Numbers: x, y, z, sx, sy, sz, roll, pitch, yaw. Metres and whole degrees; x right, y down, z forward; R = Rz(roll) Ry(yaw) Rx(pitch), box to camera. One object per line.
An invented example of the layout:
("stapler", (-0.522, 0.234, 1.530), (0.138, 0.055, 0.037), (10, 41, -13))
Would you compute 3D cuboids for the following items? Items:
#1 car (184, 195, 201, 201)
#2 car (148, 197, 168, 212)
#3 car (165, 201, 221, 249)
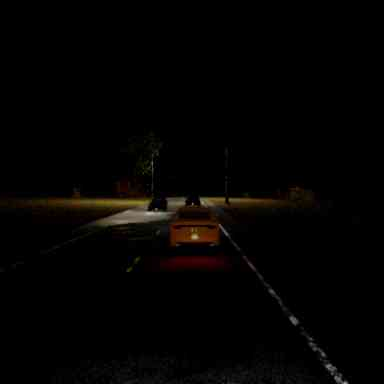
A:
("car", (0.093, 1.150, 43.569), (1.837, 1.490, 4.892), (0, 1, 0))
("car", (-3.505, 1.261, 35.330), (2.033, 1.411, 5.357), (0, 0, 0))
("car", (0.099, 1.366, 13.914), (1.882, 1.535, 5.008), (0, 1, 0))
